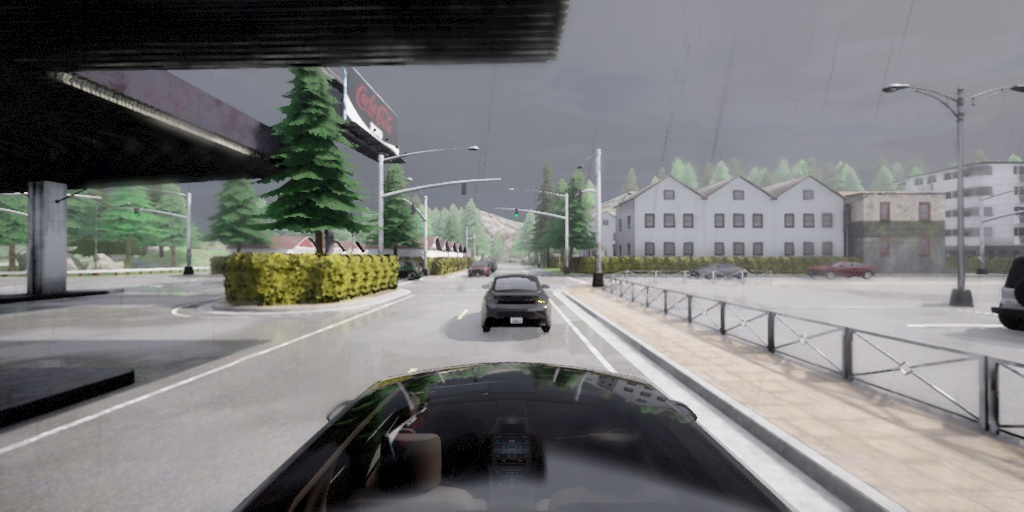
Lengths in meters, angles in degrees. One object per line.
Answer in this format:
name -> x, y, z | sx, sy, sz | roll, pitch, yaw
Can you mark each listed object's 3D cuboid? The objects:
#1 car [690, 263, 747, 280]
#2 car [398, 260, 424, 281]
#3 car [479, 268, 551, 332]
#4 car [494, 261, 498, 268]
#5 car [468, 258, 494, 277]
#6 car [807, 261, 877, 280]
car -> 17.485, 1.280, 30.489 | 4.181, 1.385, 1.994 | 0, 0, 0
car -> -9.864, 1.129, 30.457 | 4.553, 1.767, 2.097 | 3, 0, 0
car -> 0.116, 1.308, 11.103 | 1.837, 1.490, 4.892 | 0, 0, 0
car -> -3.407, 1.227, 48.540 | 2.150, 2.045, 5.566 | 0, 0, 0
car -> -3.427, 1.301, 38.300 | 2.097, 1.767, 4.553 | 0, 0, 0
car -> 27.949, 1.194, 30.502 | 5.008, 1.535, 1.882 | 0, 0, 0
